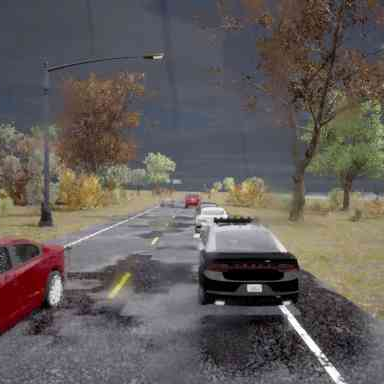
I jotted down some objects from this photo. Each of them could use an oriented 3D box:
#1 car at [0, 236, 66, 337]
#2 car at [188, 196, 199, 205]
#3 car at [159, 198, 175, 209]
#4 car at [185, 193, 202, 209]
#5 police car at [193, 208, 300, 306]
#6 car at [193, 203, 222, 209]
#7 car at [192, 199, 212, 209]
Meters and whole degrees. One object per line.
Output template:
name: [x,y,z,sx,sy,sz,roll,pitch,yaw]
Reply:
car: [-3.590,1.478,5.021,1.882,1.535,5.008,0,0,0]
car: [0.230,1.511,59.527,1.812,1.442,4.674,0,0,0]
car: [-3.426,1.518,46.635,1.812,1.442,4.674,0,0,0]
car: [0.205,1.214,45.325,2.150,2.045,5.566,0,0,1]
police car: [1.066,1.425,8.227,1.930,1.638,5.238,0,0,0]
car: [1.097,1.525,18.111,1.812,1.442,4.674,0,0,0]
car: [1.123,1.504,24.110,1.837,1.490,4.892,0,0,0]
